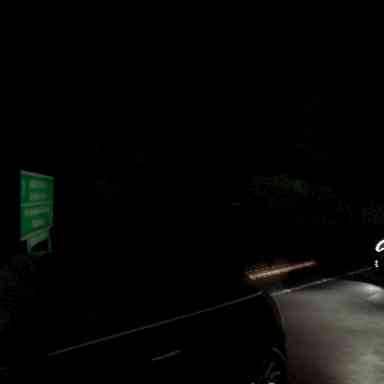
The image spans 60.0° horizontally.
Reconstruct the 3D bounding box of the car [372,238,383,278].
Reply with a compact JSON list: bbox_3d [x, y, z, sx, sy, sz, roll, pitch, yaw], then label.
[{"bbox_3d":[6.750,1.343,8.769,4.553,1.767,2.097,0,0,-35],"label":"car"}]

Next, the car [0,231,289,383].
[{"bbox_3d":[-1.212,1.351,3.120,4.553,1.767,2.097,0,0,-35],"label":"car"}]
